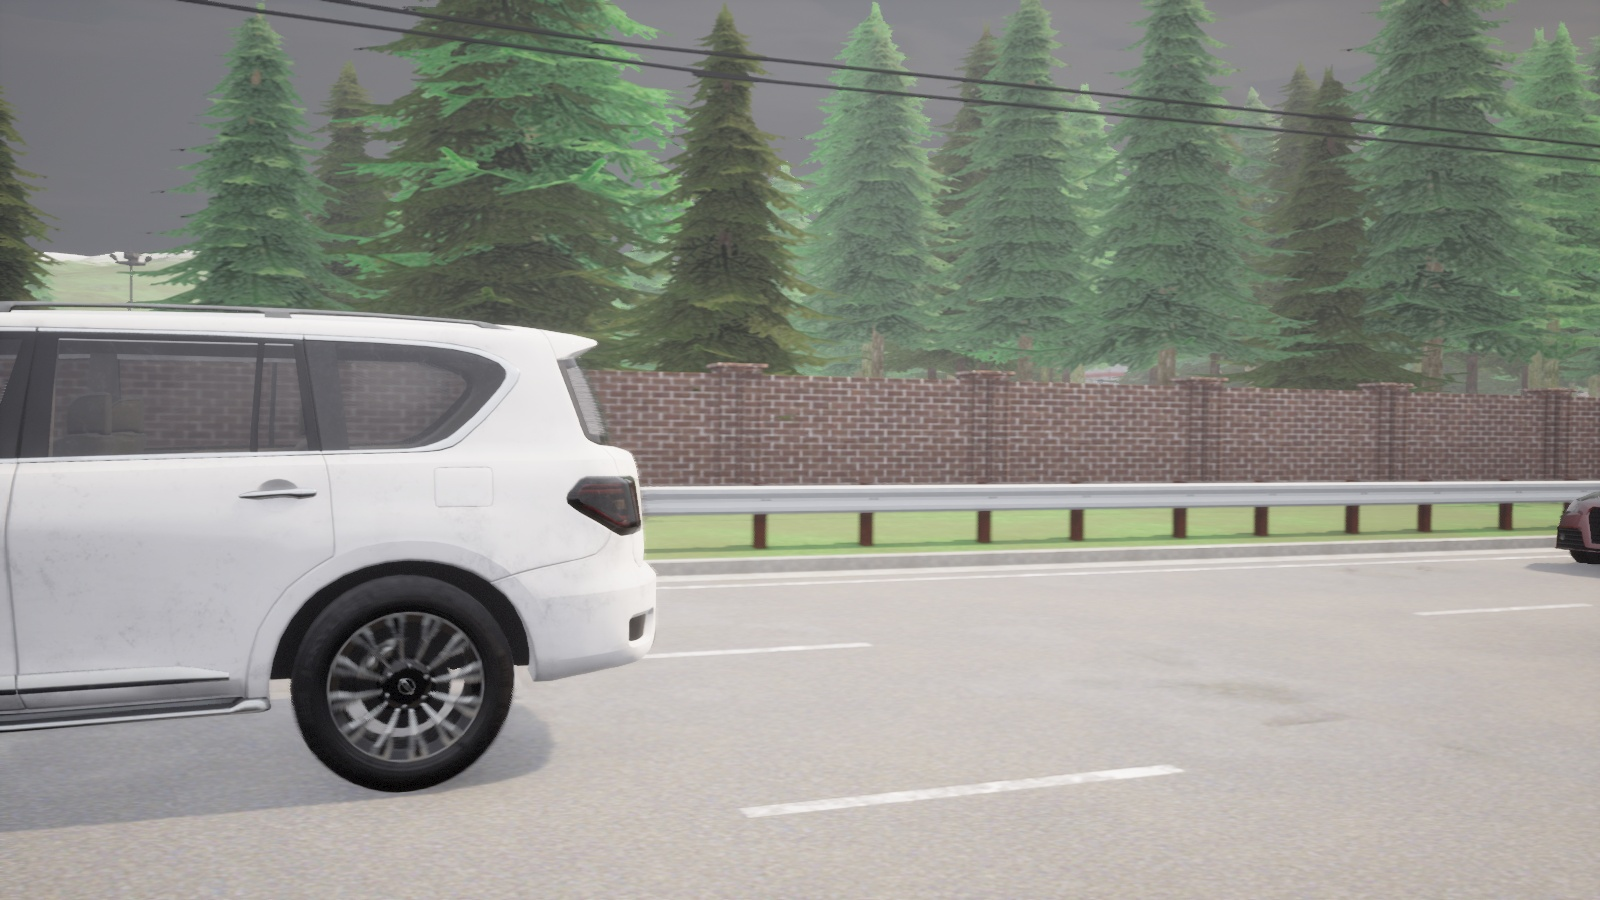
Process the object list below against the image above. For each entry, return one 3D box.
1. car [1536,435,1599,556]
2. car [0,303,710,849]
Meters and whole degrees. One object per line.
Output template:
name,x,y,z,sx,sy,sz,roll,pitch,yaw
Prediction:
car,11.197,0.497,14.979,4.181,1.385,1.994,-1,1,-21
car,-3.401,0.461,5.688,5.566,2.045,2.150,-1,1,-21
